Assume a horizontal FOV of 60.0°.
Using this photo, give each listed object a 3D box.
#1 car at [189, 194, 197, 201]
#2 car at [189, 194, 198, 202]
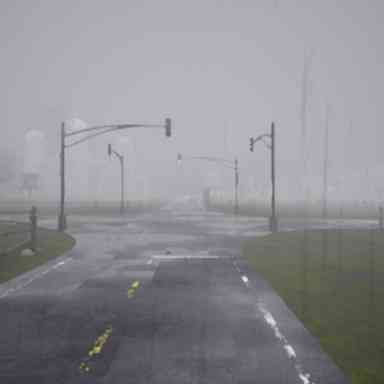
[{"bbox_3d":[0.336,1.312,87.701,2.097,1.767,4.553,0,0,0],"label":"car"},{"bbox_3d":[0.280,1.621,77.307,2.128,1.511,4.902,0,0,0],"label":"car"}]
